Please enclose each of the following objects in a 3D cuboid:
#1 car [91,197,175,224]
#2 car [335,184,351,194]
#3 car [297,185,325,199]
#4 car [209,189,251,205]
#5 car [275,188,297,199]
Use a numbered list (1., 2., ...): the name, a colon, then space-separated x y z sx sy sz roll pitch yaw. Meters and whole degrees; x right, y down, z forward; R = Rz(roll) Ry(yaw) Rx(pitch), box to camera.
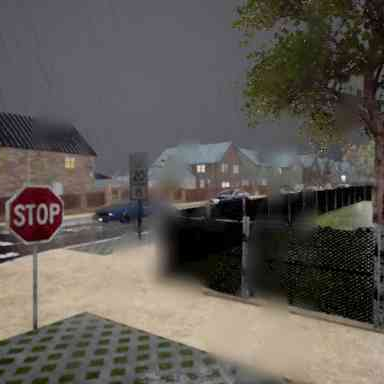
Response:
1. car: -3.262 0.970 19.631 2.033 1.411 5.357 0 2 36
2. car: 23.386 -0.552 51.278 2.128 1.511 4.902 0 2 36
3. car: 14.410 -0.025 38.928 2.128 1.511 4.902 0 2 36
4. car: 3.310 0.513 28.668 2.128 1.511 4.902 0 2 36
5. car: 11.676 0.128 40.117 1.895 1.301 4.718 0 2 36
